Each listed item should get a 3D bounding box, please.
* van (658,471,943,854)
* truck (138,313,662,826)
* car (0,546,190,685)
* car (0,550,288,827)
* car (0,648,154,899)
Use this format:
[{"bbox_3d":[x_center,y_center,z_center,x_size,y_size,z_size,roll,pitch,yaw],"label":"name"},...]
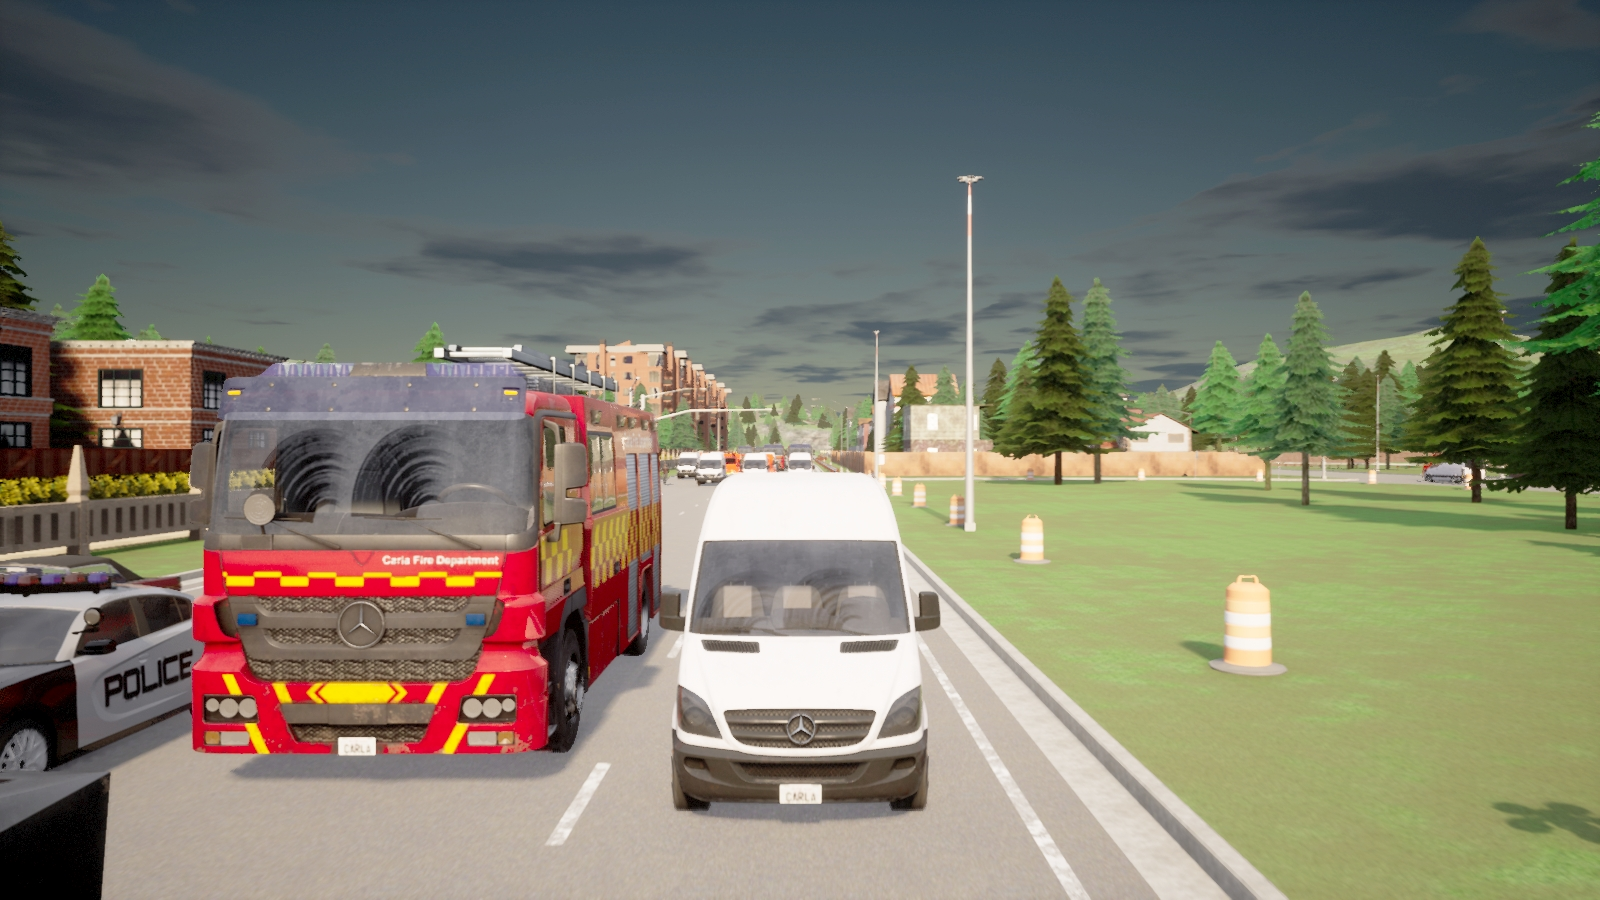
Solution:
[{"bbox_3d":[0.006,1.534,10.919,1.988,2.561,5.915,0,0,0],"label":"van"},{"bbox_3d":[-3.494,0.890,12.759,2.891,3.827,8.468,0,0,0],"label":"truck"},{"bbox_3d":[-10.497,2.155,15.519,1.895,1.301,4.718,0,0,0],"label":"car"},{"bbox_3d":[-6.997,1.982,10.664,2.097,1.638,5.238,0,0,0],"label":"car"},{"bbox_3d":[-3.499,1.754,0.936,2.390,2.098,6.274,0,0,0],"label":"car"}]
